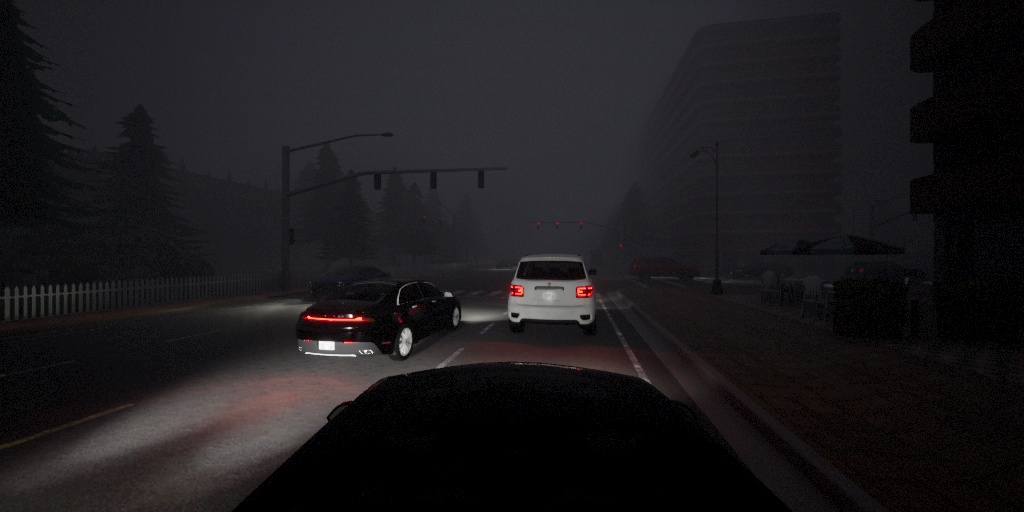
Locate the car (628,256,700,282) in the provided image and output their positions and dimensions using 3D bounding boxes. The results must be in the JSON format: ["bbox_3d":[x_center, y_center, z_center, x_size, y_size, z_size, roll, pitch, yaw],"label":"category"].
[{"bbox_3d":[12.669,1.025,30.186,5.566,2.045,2.150,0,1,13],"label":"car"}]

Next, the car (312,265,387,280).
[{"bbox_3d":[-8.149,1.227,18.483,1.882,1.535,5.008,0,0,10],"label":"car"}]

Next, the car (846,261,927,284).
[{"bbox_3d":[28.558,1.157,27.511,4.553,1.767,2.097,0,0,10],"label":"car"}]

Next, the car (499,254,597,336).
[{"bbox_3d":[1.320,0.971,10.719,2.150,2.045,5.566,0,0,10],"label":"car"}]

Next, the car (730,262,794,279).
[{"bbox_3d":[22.461,1.297,32.316,4.902,1.511,2.128,0,0,10],"label":"car"}]

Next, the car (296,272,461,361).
[{"bbox_3d":[-2.661,1.255,8.387,1.837,1.490,4.892,0,0,11],"label":"car"}]

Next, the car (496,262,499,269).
[{"bbox_3d":[-1.255,1.276,57.426,1.812,1.442,4.674,0,0,10],"label":"car"}]

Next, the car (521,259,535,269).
[{"bbox_3d":[2.682,1.276,59.561,1.812,1.442,4.674,0,0,10],"label":"car"}]
